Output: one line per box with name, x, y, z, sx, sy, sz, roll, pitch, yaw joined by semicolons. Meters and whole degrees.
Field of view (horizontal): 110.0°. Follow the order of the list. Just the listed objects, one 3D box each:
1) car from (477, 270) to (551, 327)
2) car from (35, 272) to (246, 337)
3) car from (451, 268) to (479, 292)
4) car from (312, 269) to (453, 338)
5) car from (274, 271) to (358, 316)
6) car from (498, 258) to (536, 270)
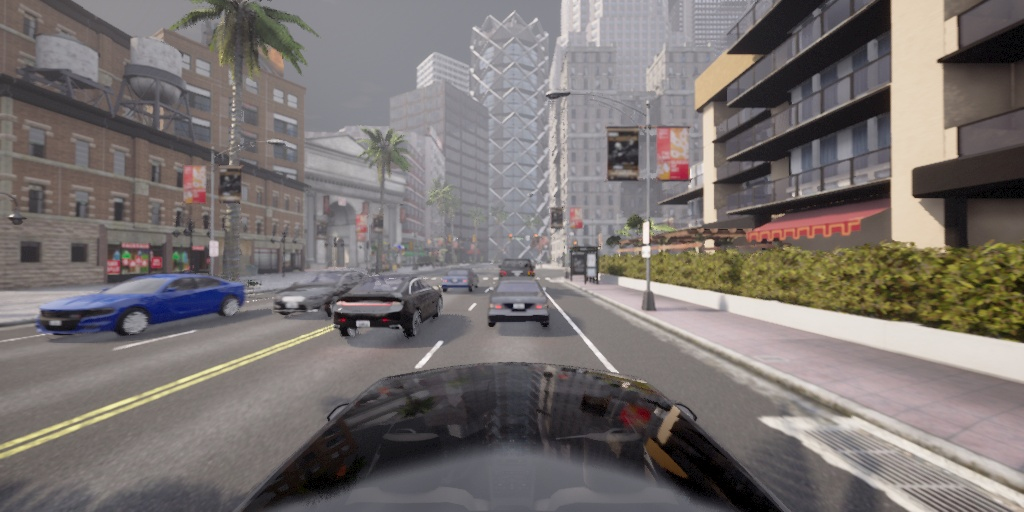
car;0.199;1.373;11.892;2.033;1.411;5.357;0;0;1
car;-10.512;1.290;10.775;1.882;1.535;5.008;0;0;1
car;-3.189;1.453;22.707;2.033;1.411;5.357;0;0;1
car;-3.301;1.306;10.417;2.128;1.511;4.902;0;0;0
car;-6.974;1.329;13.875;2.128;1.511;4.902;0;0;1
car;0.307;1.126;22.332;2.150;2.045;5.566;0;0;1
